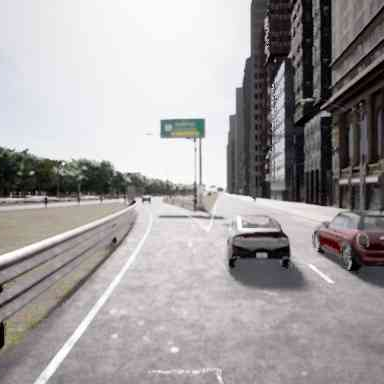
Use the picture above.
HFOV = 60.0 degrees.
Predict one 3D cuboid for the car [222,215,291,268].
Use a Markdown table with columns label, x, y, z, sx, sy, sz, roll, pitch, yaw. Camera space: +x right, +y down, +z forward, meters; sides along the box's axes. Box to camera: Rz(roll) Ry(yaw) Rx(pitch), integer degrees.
| label | x | y | z | sx | sy | sz | roll | pitch | yaw |
| --- | --- | --- | --- | --- | --- | --- | --- | --- | --- |
| car | 2.112 | 1.528 | 11.515 | 2.128 | 1.511 | 4.902 | 0 | 0 | 5 |

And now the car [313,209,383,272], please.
| label | x | y | z | sx | sy | sz | roll | pitch | yaw |
| --- | --- | --- | --- | --- | --- | --- | --- | --- | --- |
| car | 5.578 | 1.375 | 10.988 | 2.097 | 1.767 | 4.553 | 0 | 0 | 5 |

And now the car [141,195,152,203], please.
| label | x | y | z | sx | sy | sz | roll | pitch | yaw |
| --- | --- | --- | --- | --- | --- | --- | --- | --- | --- |
| car | -9.379 | 1.438 | 68.502 | 2.128 | 1.511 | 4.902 | 0 | 0 | -11 |
